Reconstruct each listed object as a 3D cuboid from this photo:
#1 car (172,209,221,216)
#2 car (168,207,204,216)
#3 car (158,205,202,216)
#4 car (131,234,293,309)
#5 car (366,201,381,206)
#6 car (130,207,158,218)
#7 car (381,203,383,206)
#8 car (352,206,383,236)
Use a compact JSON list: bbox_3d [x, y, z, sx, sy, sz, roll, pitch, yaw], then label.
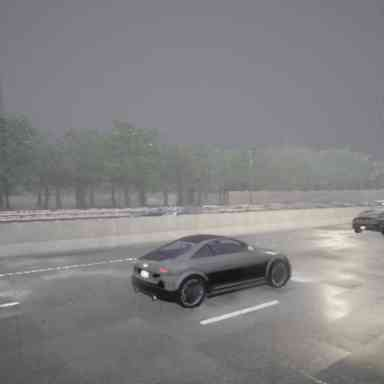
[{"bbox_3d":[1.107,2.211,26.204,4.718,1.301,1.895,0,-2,-35],"label":"car"},{"bbox_3d":[0.543,2.310,30.094,4.718,1.301,1.895,0,-2,-35],"label":"car"},{"bbox_3d":[-0.622,2.159,33.562,4.553,1.767,2.097,0,-2,-35],"label":"car"},{"bbox_3d":[0.609,1.764,8.427,4.181,1.385,1.994,0,-2,-36],"label":"car"},{"bbox_3d":[34.390,2.472,62.318,4.181,1.385,1.994,0,-1,-35],"label":"car"},{"bbox_3d":[-4.199,2.393,35.310,4.902,1.511,2.128,0,-2,-35],"label":"car"},{"bbox_3d":[36.384,2.301,59.445,5.008,1.535,1.882,0,-1,-35],"label":"car"},{"bbox_3d":[11.909,1.826,20.757,4.892,1.490,1.837,0,-2,-35],"label":"car"}]
